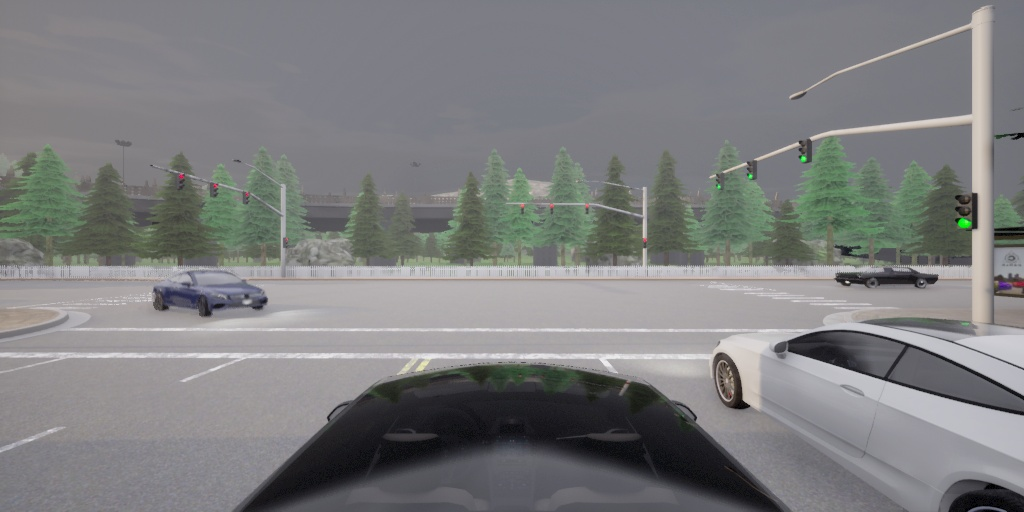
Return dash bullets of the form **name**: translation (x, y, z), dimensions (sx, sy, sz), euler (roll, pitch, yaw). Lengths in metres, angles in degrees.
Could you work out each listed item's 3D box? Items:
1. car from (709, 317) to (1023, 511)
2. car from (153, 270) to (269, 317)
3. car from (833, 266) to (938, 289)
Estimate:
- **car**: translation (3.657, 1.276, 3.168), dimensions (1.812, 1.442, 4.674), euler (0, 0, 2)
- **car**: translation (-10.962, 1.254, 12.969), dimensions (4.674, 1.442, 1.812), euler (0, 0, 25)
- **car**: translation (22.865, 1.295, 22.071), dimensions (4.718, 1.301, 1.895), euler (0, 0, 0)
